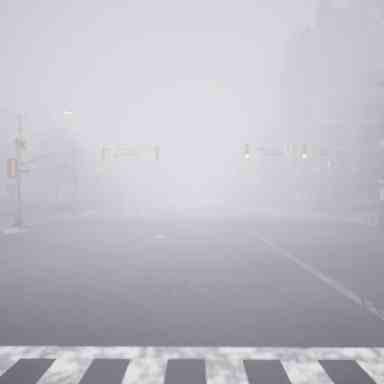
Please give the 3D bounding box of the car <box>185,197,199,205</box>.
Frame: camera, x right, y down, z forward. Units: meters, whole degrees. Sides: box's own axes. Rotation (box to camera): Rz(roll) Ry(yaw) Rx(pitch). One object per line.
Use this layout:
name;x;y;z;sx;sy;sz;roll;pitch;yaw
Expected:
car;-0.005;2.250;79.276;2.033;1.411;5.357;0;-1;0

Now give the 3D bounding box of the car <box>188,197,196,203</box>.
car;-0.006;2.125;89.658;2.097;1.767;4.553;0;-1;1
